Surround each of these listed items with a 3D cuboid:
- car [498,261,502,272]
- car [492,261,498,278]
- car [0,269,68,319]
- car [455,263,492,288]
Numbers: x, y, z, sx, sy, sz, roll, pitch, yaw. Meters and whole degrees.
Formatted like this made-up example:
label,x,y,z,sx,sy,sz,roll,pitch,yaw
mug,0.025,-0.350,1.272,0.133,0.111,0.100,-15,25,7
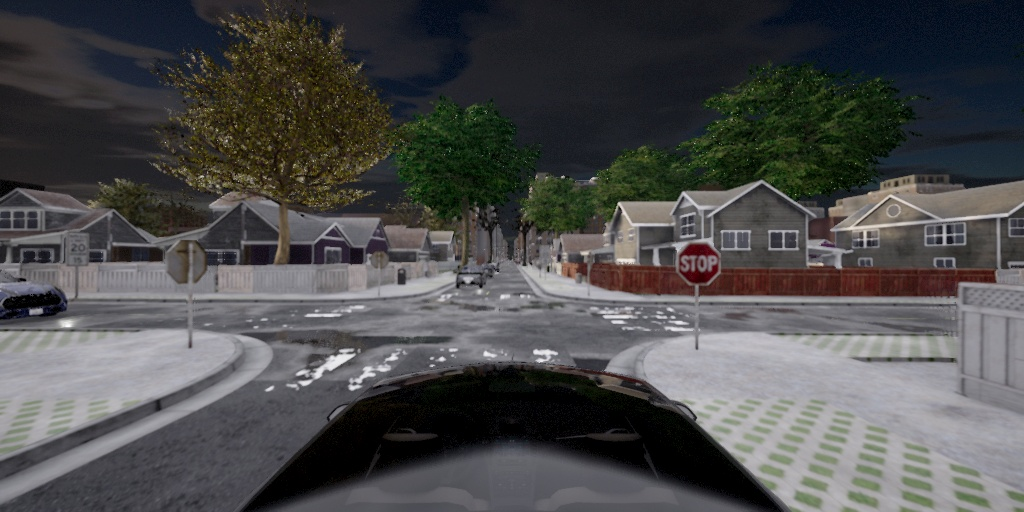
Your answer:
label,x,y,z,sx,sy,sz,roll,pitch,yaw
car,-2.864,1.736,54.683,1.812,1.442,4.674,0,-1,0
car,-2.889,1.542,37.050,2.128,1.511,4.902,0,0,0
car,-16.775,1.099,10.964,4.553,1.767,2.097,0,0,0
car,-2.873,1.445,25.829,2.128,1.511,4.902,0,0,0
